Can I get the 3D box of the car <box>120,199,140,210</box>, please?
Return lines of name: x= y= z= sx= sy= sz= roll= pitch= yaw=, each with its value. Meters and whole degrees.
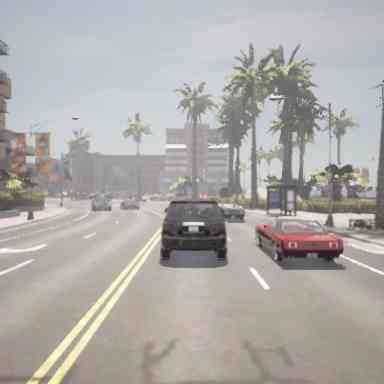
car: x=-7.815 y=1.552 z=41.813 sx=1.994 sy=1.385 sz=4.181 roll=0 pitch=0 yaw=-20

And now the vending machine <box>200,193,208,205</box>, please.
vending machine: x=2.033 y=1.180 z=56.090 sx=1.100 sy=2.100 sz=0.880 roll=0 pitch=0 yaw=-27

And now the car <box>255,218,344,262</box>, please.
car: x=3.580 y=1.597 z=12.084 sx=1.895 sy=1.301 sz=4.718 roll=0 pitch=0 yaw=0

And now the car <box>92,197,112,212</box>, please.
car: x=-10.628 y=1.341 z=39.192 sx=2.097 sy=1.767 sz=4.553 roll=0 pitch=0 yaw=-19

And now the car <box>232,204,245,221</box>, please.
car: x=2.870 y=1.593 z=27.266 sx=1.895 sy=1.301 sz=4.718 roll=0 pitch=0 yaw=-6

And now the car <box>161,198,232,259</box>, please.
car: x=0.081 y=1.217 z=12.738 sx=2.150 sy=2.045 sz=5.566 roll=0 pitch=0 yaw=1

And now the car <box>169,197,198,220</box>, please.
car: x=-0.834 y=1.344 z=28.635 sx=2.097 sy=1.767 sz=4.553 roll=0 pitch=0 yaw=-7
